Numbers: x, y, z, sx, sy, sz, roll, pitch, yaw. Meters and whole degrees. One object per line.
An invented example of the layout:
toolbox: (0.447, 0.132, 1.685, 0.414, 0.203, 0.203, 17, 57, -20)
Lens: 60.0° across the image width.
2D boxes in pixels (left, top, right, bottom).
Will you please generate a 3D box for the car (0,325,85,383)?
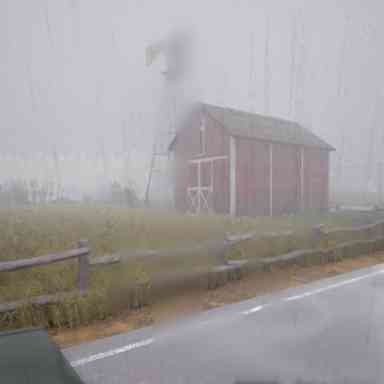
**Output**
car: (-2.913, 1.602, 1.467, 4.718, 1.301, 1.895, 0, 0, -36)
